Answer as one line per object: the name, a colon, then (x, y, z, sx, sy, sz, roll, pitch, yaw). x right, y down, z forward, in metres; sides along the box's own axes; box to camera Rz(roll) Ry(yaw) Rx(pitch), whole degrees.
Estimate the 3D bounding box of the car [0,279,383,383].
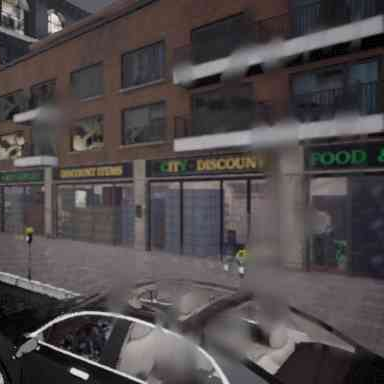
car: (-0.373, 1.558, 3.142, 4.403, 1.369, 2.008, 0, 0, 35)
